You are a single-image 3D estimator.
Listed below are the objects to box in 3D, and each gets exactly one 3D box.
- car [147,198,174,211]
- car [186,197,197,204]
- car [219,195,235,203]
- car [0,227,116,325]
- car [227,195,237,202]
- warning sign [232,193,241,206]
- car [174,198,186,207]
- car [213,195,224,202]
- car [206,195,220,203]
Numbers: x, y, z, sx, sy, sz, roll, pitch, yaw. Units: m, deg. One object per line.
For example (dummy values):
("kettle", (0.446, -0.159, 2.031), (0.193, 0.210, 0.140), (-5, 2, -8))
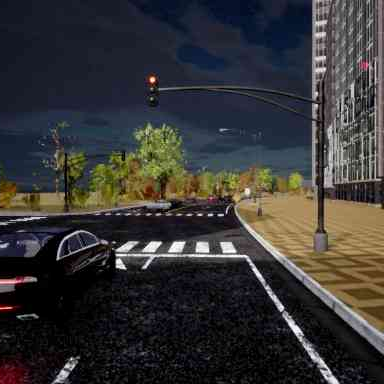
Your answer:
("car", (-3.990, 1.601, 40.620), (1.895, 1.301, 4.718), (0, 0, 10))
("car", (-0.313, 1.572, 64.537), (1.994, 1.385, 4.181), (0, 0, 11))
("car", (7.533, 1.493, 70.080), (1.882, 1.535, 5.008), (0, 0, 12))
("car", (-2.988, 1.491, 7.090), (2.128, 1.511, 4.902), (0, 0, 1))
("car", (9.673, 1.498, 80.337), (1.882, 1.535, 5.008), (0, 0, 14))
("warning sign", (6.491, 1.122, 48.186), (1.300, 1.860, 1.060), (0, 0, 8))
("car", (-2.605, 1.603, 50.945), (1.895, 1.301, 4.718), (0, 0, 9))
("car", (6.379, 1.495, 80.528), (1.882, 1.535, 5.008), (0, 0, 14))
("car", (4.416, 1.366, 71.136), (2.097, 1.767, 4.553), (0, 0, 12))
